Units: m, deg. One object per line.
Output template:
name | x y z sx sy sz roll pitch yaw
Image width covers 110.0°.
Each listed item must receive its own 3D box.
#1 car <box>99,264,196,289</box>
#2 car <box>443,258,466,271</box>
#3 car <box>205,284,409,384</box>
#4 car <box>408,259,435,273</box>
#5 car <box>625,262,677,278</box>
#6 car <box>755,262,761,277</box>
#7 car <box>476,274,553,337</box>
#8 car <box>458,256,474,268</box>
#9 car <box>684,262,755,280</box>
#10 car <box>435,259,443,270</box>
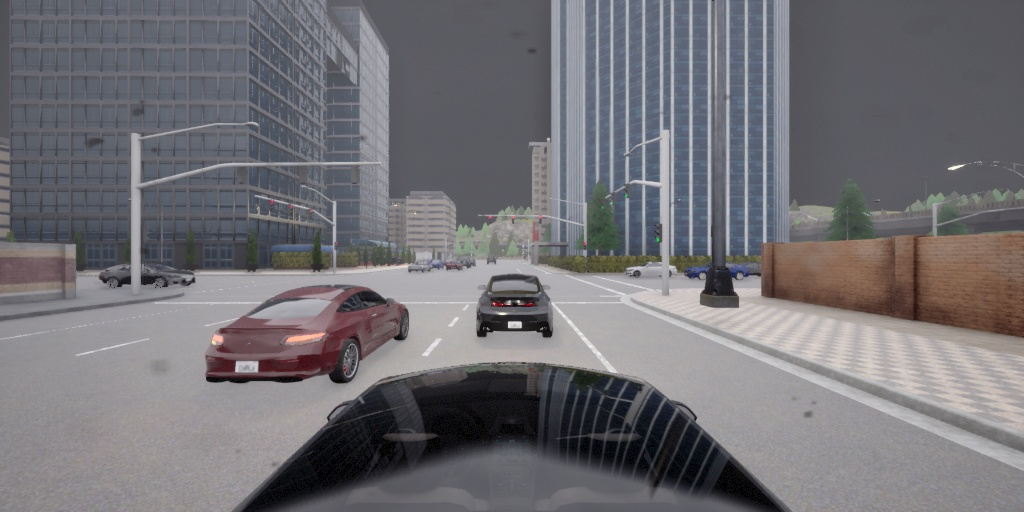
car | -22.818 1.243 22.639 4.902 1.511 2.128 0 0 1
car | -7.915 1.351 49.646 1.895 1.301 4.718 0 0 -1
car | -3.438 1.276 6.963 1.812 1.442 4.674 0 0 0
car | -11.397 1.351 44.439 1.895 1.301 4.718 0 0 1
car | 13.025 1.276 33.719 4.674 1.442 1.812 0 0 1
car | 22.612 1.297 33.824 5.357 1.411 2.033 0 0 -1
car | 0.063 1.255 10.229 1.837 1.490 4.892 0 0 0
car | -8.054 0.971 59.440 2.150 2.045 5.566 0 0 -1
car | 17.208 1.228 30.276 5.008 1.535 1.882 0 0 -1
car | -11.476 1.227 53.831 1.882 1.535 5.008 0 0 -1
